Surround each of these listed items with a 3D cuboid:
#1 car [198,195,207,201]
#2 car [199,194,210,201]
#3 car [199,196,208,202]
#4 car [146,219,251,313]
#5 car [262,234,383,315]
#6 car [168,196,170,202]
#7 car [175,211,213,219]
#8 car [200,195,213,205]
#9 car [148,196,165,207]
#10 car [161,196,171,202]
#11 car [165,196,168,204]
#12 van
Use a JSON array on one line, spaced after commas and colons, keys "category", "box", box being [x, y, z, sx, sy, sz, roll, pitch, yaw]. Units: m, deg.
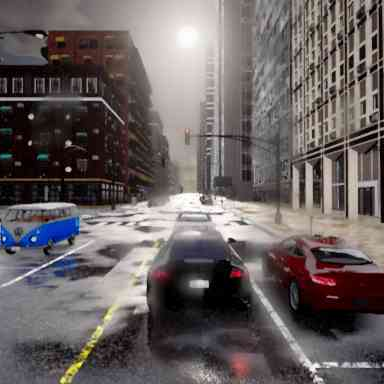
[{"category": "car", "box": [2.707, 1.538, 84.834, 2.008, 1.369, 4.403, 1, 0, 0]}, {"category": "car", "box": [2.709, 1.307, 62.215, 2.192, 1.841, 5.009, 1, 0, 0]}, {"category": "car", "box": [2.707, 1.570, 79.179, 1.802, 1.307, 4.206, 1, 0, 0]}, {"category": "car", "box": [0.104, 1.564, 7.767, 1.994, 1.385, 4.181, 0, 0, -1]}, {"category": "car", "box": [2.701, 1.582, 7.303, 1.802, 1.307, 4.206, 1, 0, 0]}, {"category": "car", "box": [-5.675, 1.557, 62.214, 1.947, 1.339, 4.313, 1, 0, 0]}, {"category": "car", "box": [0.096, 1.600, 16.584, 1.895, 1.301, 4.718, 0, 0, 0]}, {"category": "car", "box": [2.705, 1.575, 56.561, 1.802, 1.307, 4.206, 1, 0, 0]}, {"category": "car", "box": [-5.675, 1.545, 50.904, 2.008, 1.369, 4.403, 1, 0, 0]}, {"category": "car", "box": [-5.674, 1.571, 73.523, 1.802, 1.307, 4.206, 1, 0, 0]}, {"category": "car", "box": [-5.675, 1.543, 56.559, 2.008, 1.369, 4.403, 1, 0, 0]}, {"category": "van", "box": [-5.761, 1.340, 12.988, 1.690, 1.788, 3.998, 1, 0, 0]}]
